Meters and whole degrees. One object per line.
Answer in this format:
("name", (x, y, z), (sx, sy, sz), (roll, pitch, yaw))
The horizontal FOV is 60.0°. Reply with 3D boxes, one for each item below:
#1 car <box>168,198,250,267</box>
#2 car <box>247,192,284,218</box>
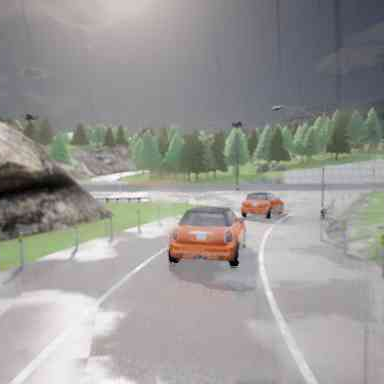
("car", (0.721, 1.265, 11.512), (2.097, 1.767, 4.553), (1, 1, 12))
("car", (5.199, 0.784, 24.119), (2.097, 1.767, 4.553), (2, 3, 28))
